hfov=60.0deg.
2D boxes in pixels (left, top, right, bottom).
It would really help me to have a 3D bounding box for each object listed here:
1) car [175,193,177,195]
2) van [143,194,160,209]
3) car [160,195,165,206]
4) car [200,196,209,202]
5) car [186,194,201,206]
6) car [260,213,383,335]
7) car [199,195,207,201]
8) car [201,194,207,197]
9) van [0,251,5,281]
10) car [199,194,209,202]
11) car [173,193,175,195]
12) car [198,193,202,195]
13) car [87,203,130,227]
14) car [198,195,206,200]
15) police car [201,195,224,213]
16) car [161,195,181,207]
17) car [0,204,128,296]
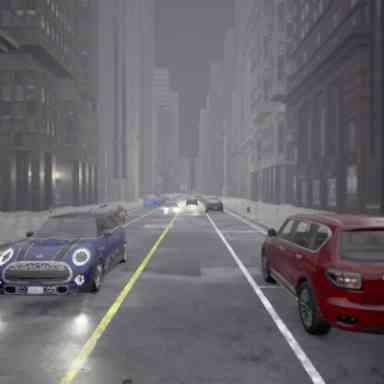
[{"bbox_3d":[-5.778,1.440,91.188,1.967,1.590,4.097,0,0,0],"label":"car"},{"bbox_3d":[-5.772,1.334,46.094,1.690,1.788,3.998,0,0,0],"label":"van"},{"bbox_3d":[-5.772,1.560,51.731,1.947,1.339,4.313,0,0,0],"label":"car"},{"bbox_3d":[2.750,1.563,74.288,1.947,1.339,4.313,0,0,0],"label":"car"},{"bbox_3d":[-0.006,1.472,53.418,1.882,1.535,5.008,0,0,0],"label":"car"},{"bbox_3d":[2.759,1.311,6.652,2.192,1.841,5.009,0,0,0],"label":"car"},{"bbox_3d":[2.749,1.543,85.561,1.887,1.381,4.507,0,0,0],"label":"car"},{"bbox_3d":[2.753,1.519,51.913,1.752,1.417,4.829,0,0,0],"label":"car"},{"bbox_3d":[-5.765,1.338,6.636,1.690,1.788,3.998,0,0,0],"label":"van"},{"bbox_3d":[2.749,1.313,79.925,2.192,1.841,5.009,0,0,0],"label":"car"},{"bbox_3d":[-5.776,1.438,79.914,1.967,1.590,4.097,0,0,0],"label":"car"},{"bbox_3d":[2.751,1.436,68.651,1.967,1.590,4.097,0,0,0],"label":"car"},{"bbox_3d":[-5.768,1.537,23.547,1.887,1.381,4.507,0,0,0],"label":"car"},{"bbox_3d":[2.748,1.565,91.197,1.947,1.339,4.313,0,0,0],"label":"car"},{"bbox_3d":[2.362,1.417,36.259,1.930,1.638,5.238,0,0,0],"label":"police car"},{"bbox_3d":[-3.086,1.595,50.131,1.895,1.301,4.718,0,0,0],"label":"car"},{"bbox_3d":[-3.101,1.347,8.833,2.097,1.767,4.553,0,0,0],"label":"car"}]
